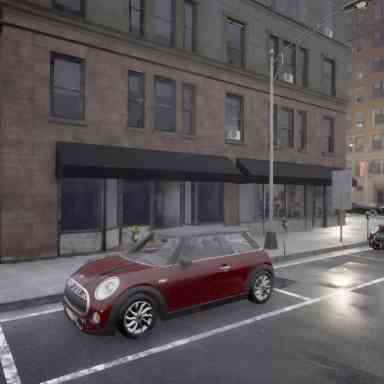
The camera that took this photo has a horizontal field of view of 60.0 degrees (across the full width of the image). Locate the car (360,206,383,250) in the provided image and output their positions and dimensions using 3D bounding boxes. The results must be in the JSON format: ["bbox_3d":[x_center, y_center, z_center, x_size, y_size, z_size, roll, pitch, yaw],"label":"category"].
[{"bbox_3d":[8.632,1.445,12.872,4.097,1.590,1.967,0,0,-35],"label":"car"}]

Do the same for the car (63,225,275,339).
[{"bbox_3d":[-0.327,1.441,6.513,4.097,1.590,1.967,0,0,-35],"label":"car"}]

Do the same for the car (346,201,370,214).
[{"bbox_3d":[15.589,1.531,30.734,1.895,1.301,4.718,1,0,-36],"label":"car"}]
